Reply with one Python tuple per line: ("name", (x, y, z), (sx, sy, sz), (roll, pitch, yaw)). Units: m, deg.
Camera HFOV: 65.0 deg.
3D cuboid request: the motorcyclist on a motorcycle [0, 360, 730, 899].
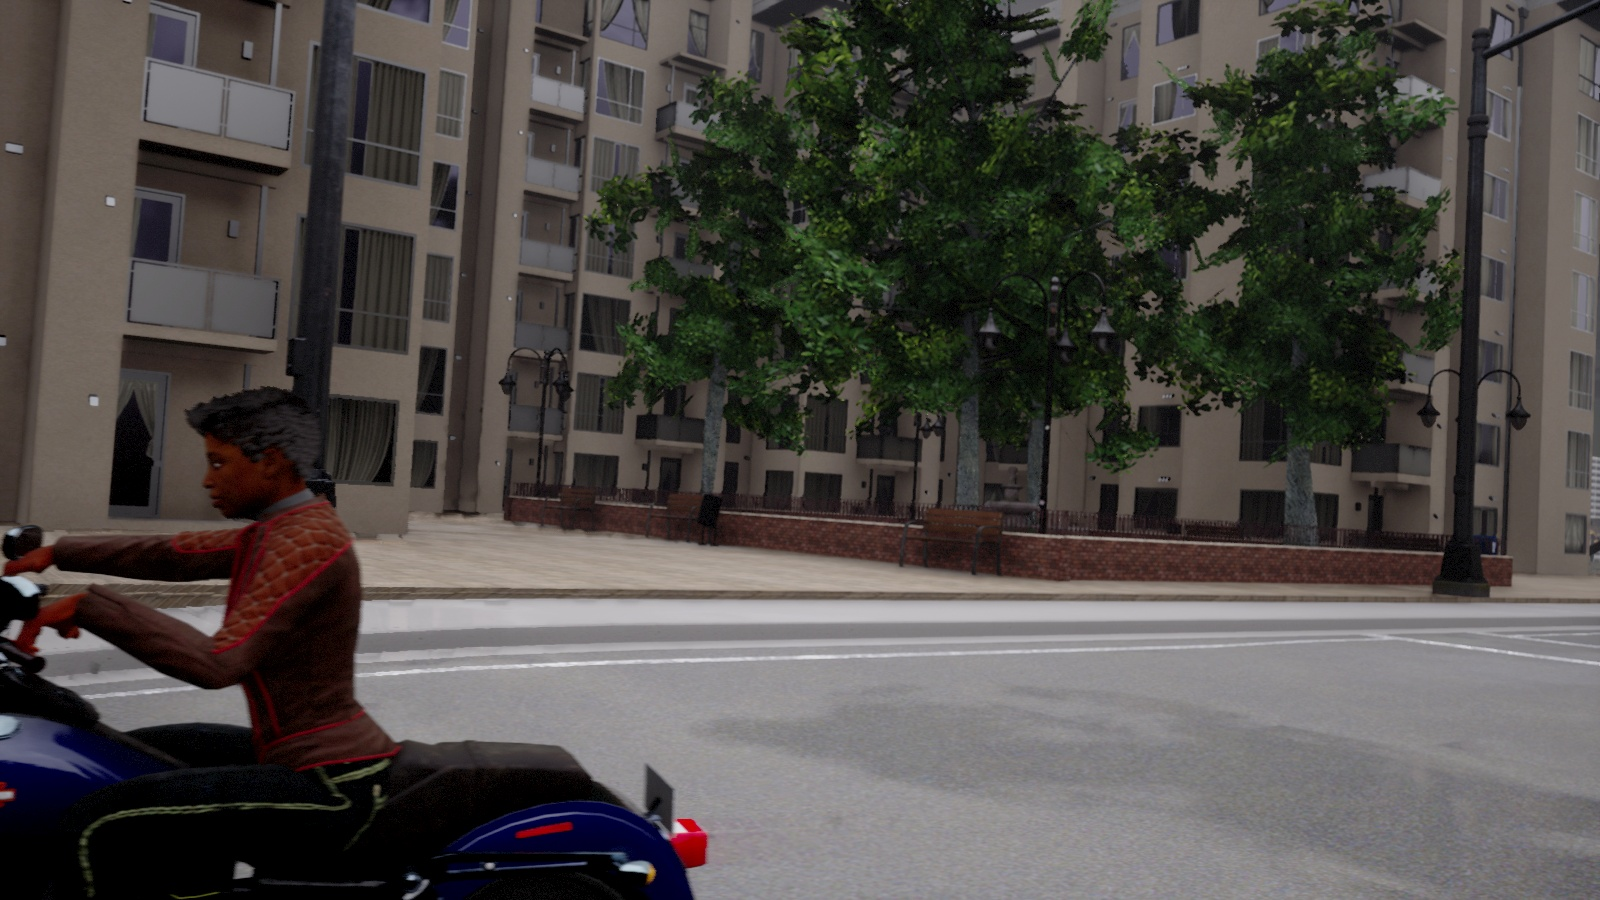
("motorcyclist on a motorcycle", (-1.404, 0.675, 2.452), (2.350, 1.649, 0.766), (2, 0, -22))
